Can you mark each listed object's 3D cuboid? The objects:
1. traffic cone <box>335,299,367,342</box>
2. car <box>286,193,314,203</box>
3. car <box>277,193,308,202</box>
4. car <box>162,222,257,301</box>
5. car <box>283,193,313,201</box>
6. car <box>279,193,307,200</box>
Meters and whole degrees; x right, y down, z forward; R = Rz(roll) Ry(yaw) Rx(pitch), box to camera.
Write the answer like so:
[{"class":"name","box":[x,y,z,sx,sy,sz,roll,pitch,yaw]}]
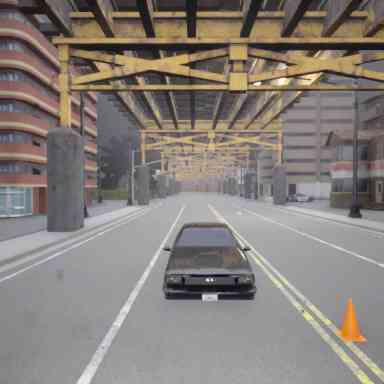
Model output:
[{"class":"traffic cone","box":[2.453,1.949,5.141,0.340,0.580,0.340,0,0,0]},{"class":"car","box":[17.459,1.005,54.864,4.974,1.542,2.038,0,1,-20]},{"class":"car","box":[17.807,0.958,59.020,4.974,1.542,2.038,0,1,25]},{"class":"car","box":[0.361,1.533,8.748,2.033,1.411,5.357,0,0,1]},{"class":"car","box":[17.508,0.847,54.880,4.536,1.218,1.853,0,1,-20]},{"class":"car","box":[17.854,0.800,58.997,4.536,1.218,1.853,0,1,25]}]
